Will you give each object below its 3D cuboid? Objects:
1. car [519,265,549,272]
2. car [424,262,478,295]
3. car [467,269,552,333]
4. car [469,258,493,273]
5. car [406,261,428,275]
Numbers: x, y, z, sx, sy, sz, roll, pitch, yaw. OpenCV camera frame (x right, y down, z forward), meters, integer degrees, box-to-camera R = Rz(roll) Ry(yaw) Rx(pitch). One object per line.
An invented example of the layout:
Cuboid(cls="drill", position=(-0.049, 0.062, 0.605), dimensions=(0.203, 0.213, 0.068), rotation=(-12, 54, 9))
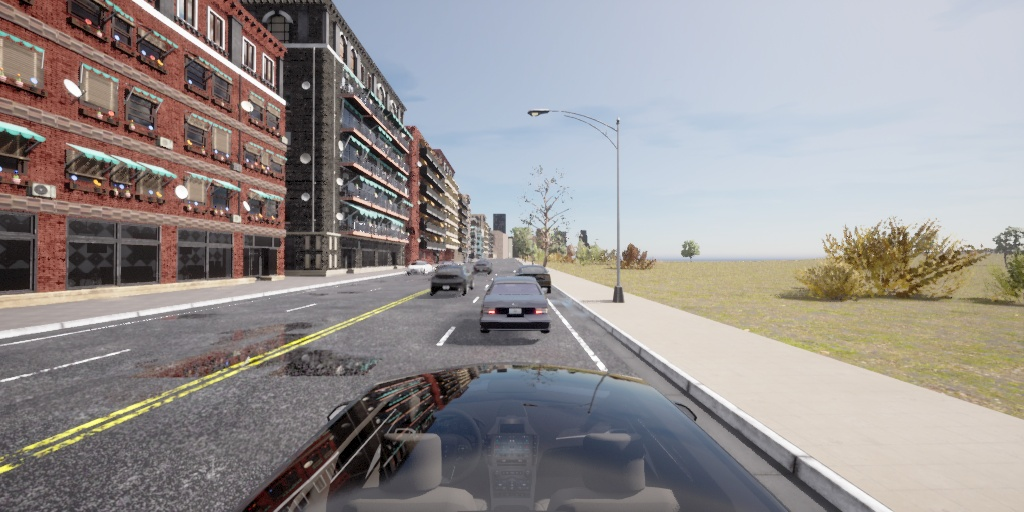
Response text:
Cuboid(cls="car", position=(1.112, 1.230, 20.435), dimensions=(1.882, 1.535, 5.008), rotation=(0, 0, 0))
Cuboid(cls="car", position=(-3.175, 1.257, 19.683), dimensions=(1.837, 1.490, 4.892), rotation=(0, 0, 0))
Cuboid(cls="car", position=(0.091, 1.299, 10.671), dimensions=(2.033, 1.411, 5.357), rotation=(0, 0, 0))
Cuboid(cls="car", position=(-3.200, 1.244, 39.904), dimensions=(2.128, 1.511, 4.902), rotation=(0, 0, 0))
Cuboid(cls="car", position=(-9.885, 1.277, 38.405), dimensions=(1.812, 1.442, 4.674), rotation=(0, 0, 0))
